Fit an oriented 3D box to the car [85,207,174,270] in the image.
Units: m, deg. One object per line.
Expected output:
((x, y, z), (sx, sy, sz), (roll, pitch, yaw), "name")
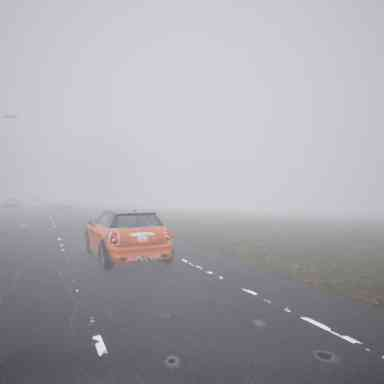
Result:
((-2.316, 1.348, 11.367), (2.097, 1.767, 4.553), (0, 0, -25), "car")

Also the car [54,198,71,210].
((-16.891, 1.523, 43.437), (1.812, 1.442, 4.674), (0, 0, -24), "car")

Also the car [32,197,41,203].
((-34.113, 1.652, 72.986), (1.895, 1.301, 4.718), (0, 0, -24), "car")

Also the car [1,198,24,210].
((-23.821, 1.546, 44.312), (2.033, 1.411, 5.357), (0, 0, -17), "car")
